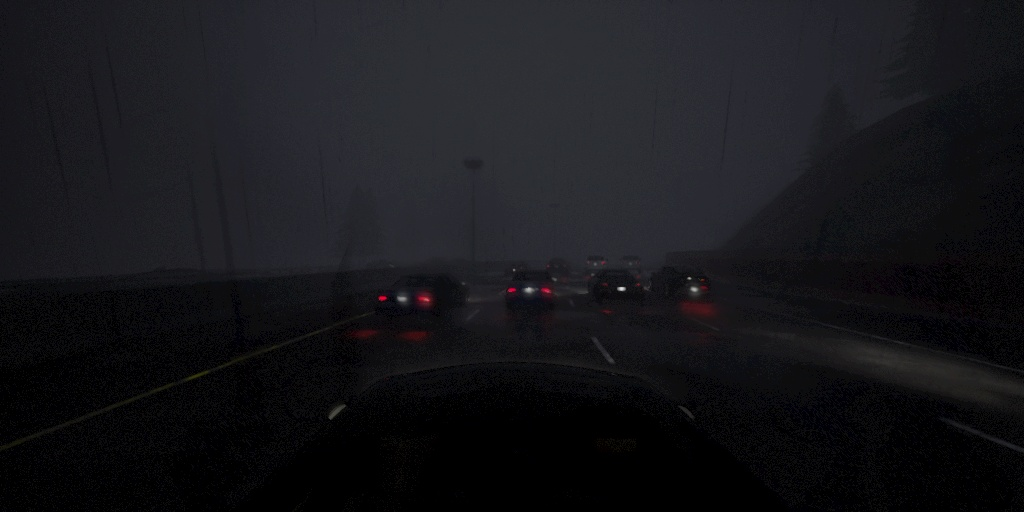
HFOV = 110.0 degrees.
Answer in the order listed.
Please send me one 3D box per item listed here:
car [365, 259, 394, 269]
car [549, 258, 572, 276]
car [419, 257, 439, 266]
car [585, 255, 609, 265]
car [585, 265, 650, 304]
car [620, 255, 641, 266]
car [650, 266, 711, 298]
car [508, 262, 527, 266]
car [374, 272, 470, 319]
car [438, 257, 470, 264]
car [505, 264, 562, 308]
[{"bbox_3d":[-17.532,1.101,47.644,1.994,1.385,4.181,0,0,17],"label":"car"},{"bbox_3d":[4.717,0.995,35.613,2.097,1.767,4.553,0,0,14],"label":"car"},{"bbox_3d":[-10.348,1.036,47.201,1.882,1.535,5.008,0,0,18],"label":"car"},{"bbox_3d":[9.090,0.867,38.446,2.150,2.045,5.566,0,0,16],"label":"car"},{"bbox_3d":[4.616,1.275,16.361,1.994,1.385,4.181,0,0,6],"label":"car"},{"bbox_3d":[13.615,0.870,41.238,2.150,2.045,5.566,0,0,18],"label":"car"},{"bbox_3d":[8.359,1.220,18.183,1.837,1.490,4.892,0,0,7],"label":"car"},{"bbox_3d":[0.670,1.201,33.887,1.994,1.385,4.181,0,0,13],"label":"car"},{"bbox_3d":[-2.855,1.251,12.558,2.033,1.411,5.357,0,0,5],"label":"car"},{"bbox_3d":[-7.055,1.049,46.009,1.882,1.535,5.008,0,0,18],"label":"car"},{"bbox_3d":[0.859,1.249,14.863,2.033,1.411,5.357,0,0,6],"label":"car"}]
